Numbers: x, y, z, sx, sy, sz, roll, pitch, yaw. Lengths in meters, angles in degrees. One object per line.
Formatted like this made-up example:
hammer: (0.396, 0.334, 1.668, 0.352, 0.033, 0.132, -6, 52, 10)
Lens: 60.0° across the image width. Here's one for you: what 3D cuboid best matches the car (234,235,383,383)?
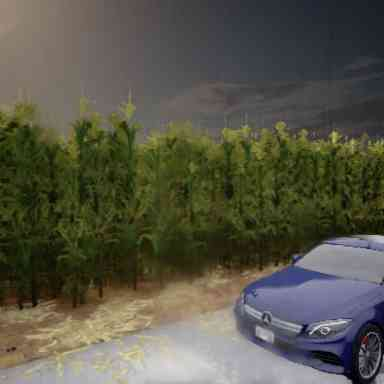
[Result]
car: (2.805, 1.491, 5.462, 4.674, 1.442, 1.812, 0, 0, -35)
